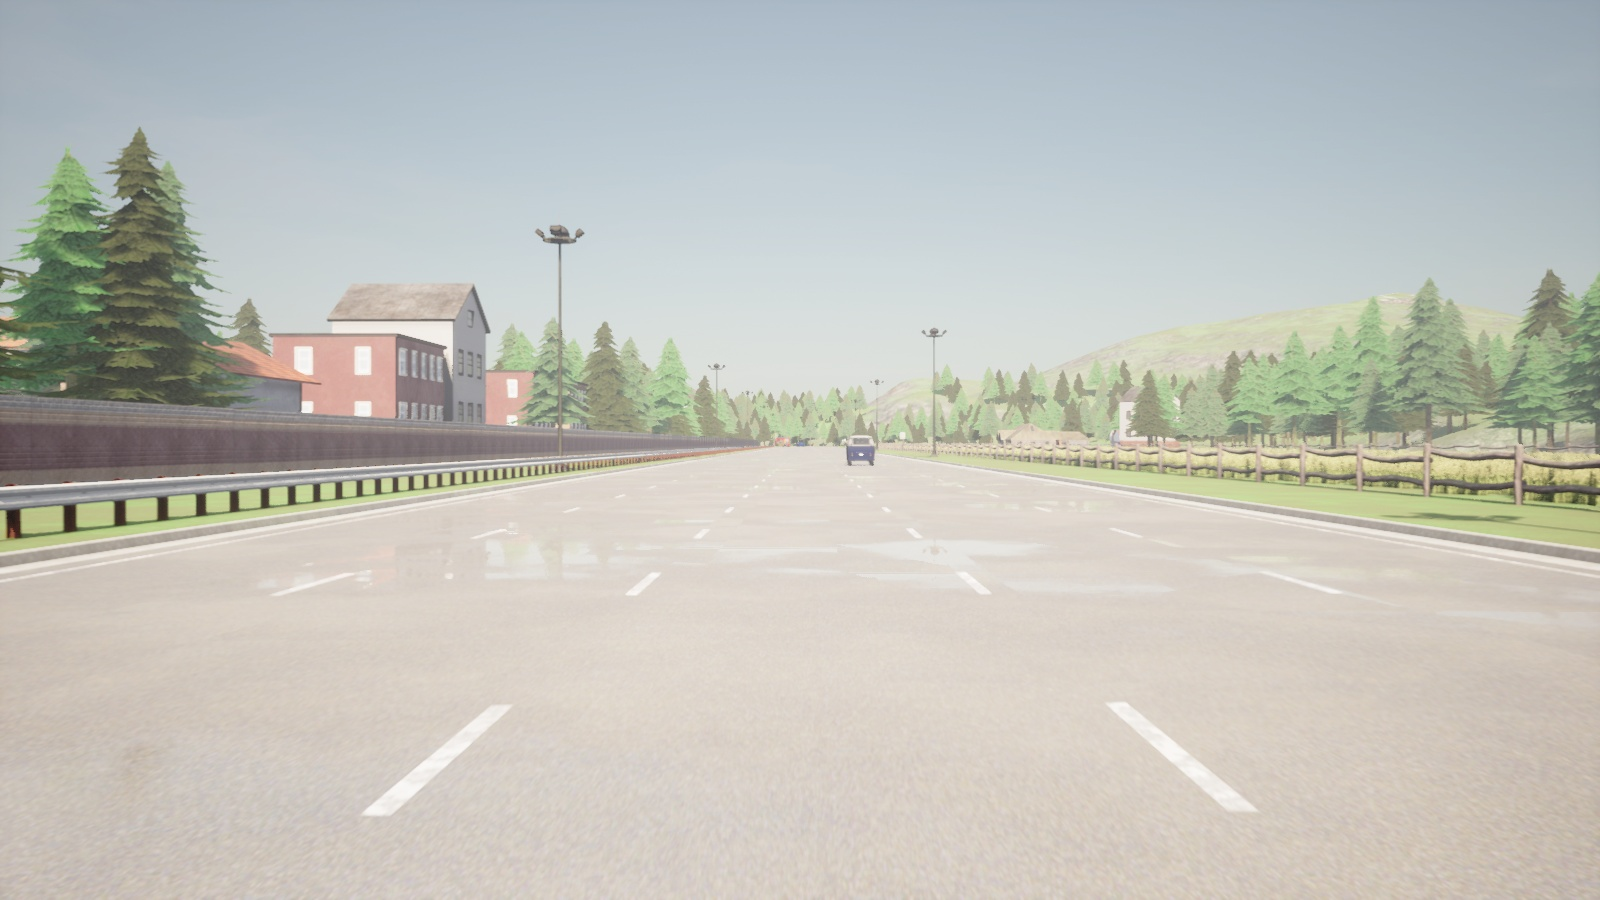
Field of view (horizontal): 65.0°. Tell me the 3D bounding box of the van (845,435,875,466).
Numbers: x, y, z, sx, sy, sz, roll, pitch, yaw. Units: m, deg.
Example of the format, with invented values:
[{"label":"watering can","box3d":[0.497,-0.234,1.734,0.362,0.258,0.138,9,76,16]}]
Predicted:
[{"label":"van","box3d":[4.001,0.028,84.082,1.775,1.987,4.442,0,0,0]}]
